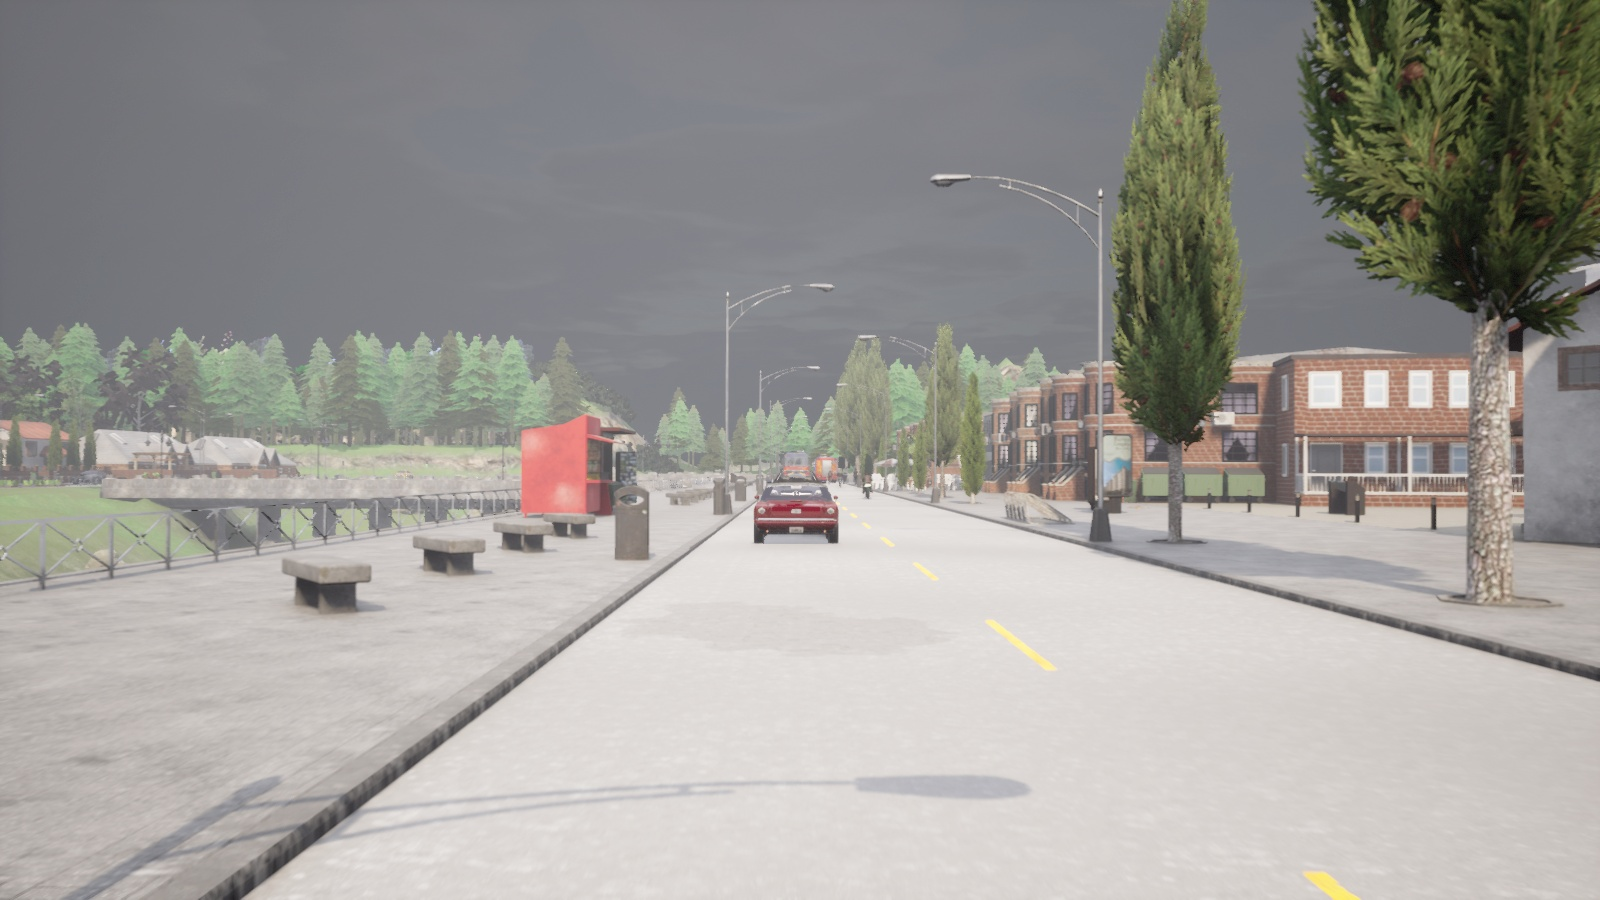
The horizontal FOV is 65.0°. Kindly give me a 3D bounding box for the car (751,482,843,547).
[{"bbox_3d":[-0.073,1.391,28.436,1.895,1.301,4.718,0,-1,0],"label":"car"}]

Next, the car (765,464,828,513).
[{"bbox_3d":[-0.119,1.357,45.616,2.152,1.651,5.027,0,-1,0],"label":"car"}]
